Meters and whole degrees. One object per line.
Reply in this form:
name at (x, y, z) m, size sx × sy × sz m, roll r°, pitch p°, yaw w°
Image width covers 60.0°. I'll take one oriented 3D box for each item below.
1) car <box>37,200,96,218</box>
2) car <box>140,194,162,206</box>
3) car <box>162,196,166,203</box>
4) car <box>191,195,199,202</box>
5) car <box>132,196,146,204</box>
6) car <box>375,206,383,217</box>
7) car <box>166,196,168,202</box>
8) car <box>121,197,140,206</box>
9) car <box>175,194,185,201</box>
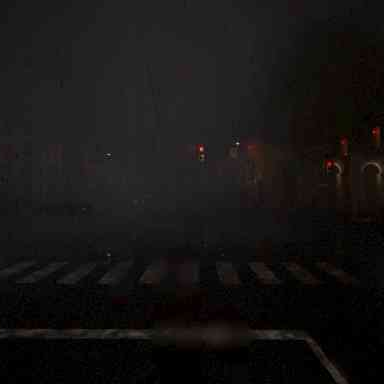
car at (-11.111, 1.477, 29.592) m, size 5.008 × 1.535 × 1.882 m, roll 0°, pitch 0°, yaw 1°
car at (-6.688, 1.547, 54.193) m, size 2.033 × 1.411 × 5.357 m, roll 0°, pitch 0°, yaw 1°
car at (-6.581, 1.526, 63.782) m, size 1.812 × 1.442 × 4.674 m, roll 0°, pitch 0°, yaw 1°
car at (0.727, 1.450, 78.623) m, size 2.128 × 1.511 × 4.902 m, roll 0°, pitch 0°, yaw 1°
car at (-10.084, 1.564, 63.595) m, size 1.994 × 1.385 × 4.181 m, roll 0°, pitch 0°, yaw 1°
car at (18.598, 1.526, 29.196) m, size 4.674 × 1.442 × 1.812 m, roll 0°, pitch 0°, yaw 1°
car at (-6.358, 1.595, 73.838) m, size 1.895 × 1.301 × 4.718 m, roll 0°, pitch 0°, yaw 1°
car at (-10.181, 1.547, 54.364) m, size 2.033 × 1.411 × 5.357 m, roll 0°, pitch 0°, yaw 1°
car at (-2.773, 1.279, 78.653) m, size 2.097 × 1.767 × 4.553 m, roll 0°, pitch 0°, yaw 1°
